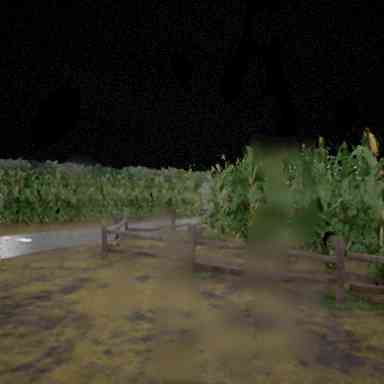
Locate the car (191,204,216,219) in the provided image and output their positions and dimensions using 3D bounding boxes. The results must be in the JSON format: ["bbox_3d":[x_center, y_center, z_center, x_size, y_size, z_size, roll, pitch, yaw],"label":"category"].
[{"bbox_3d":[2.064,1.892,32.197,2.033,1.411,5.357,-1,-2,36],"label":"car"}]
